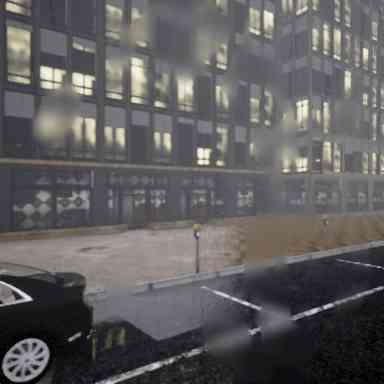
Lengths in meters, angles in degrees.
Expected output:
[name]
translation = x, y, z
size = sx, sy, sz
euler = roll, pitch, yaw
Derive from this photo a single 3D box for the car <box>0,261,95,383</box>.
[car]
translation = -3.358, 1.551, 3.704
size = 4.403, 1.369, 2.008
euler = 0, 0, -36
